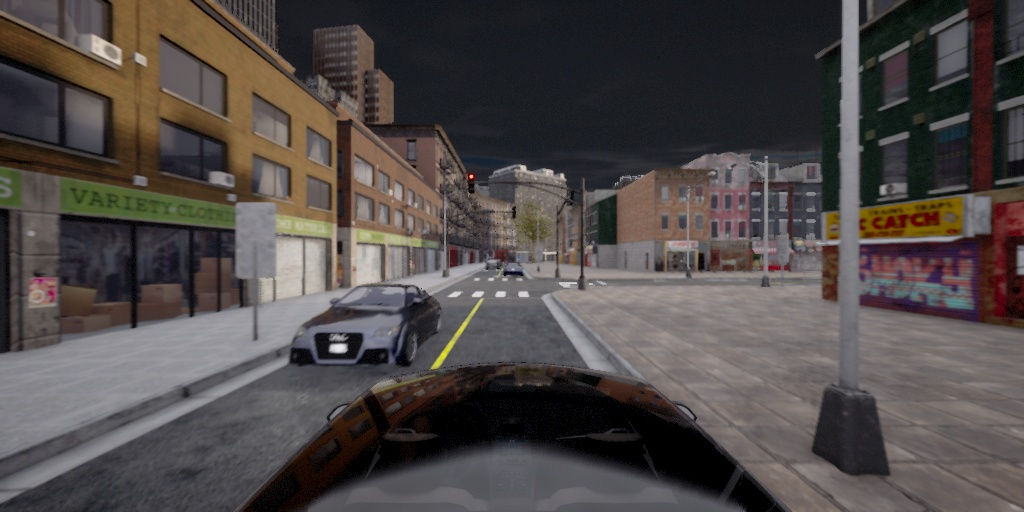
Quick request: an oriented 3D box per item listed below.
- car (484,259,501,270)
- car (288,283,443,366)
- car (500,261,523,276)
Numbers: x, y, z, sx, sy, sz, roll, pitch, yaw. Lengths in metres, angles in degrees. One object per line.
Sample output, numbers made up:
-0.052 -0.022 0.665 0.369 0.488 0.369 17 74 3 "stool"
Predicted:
-2.790 1.246 51.487 1.812 1.442 4.674 0 0 0 "car"
-2.814 1.308 7.815 1.994 1.385 4.181 0 0 0 "car"
0.115 1.286 37.025 1.994 1.385 4.181 0 0 0 "car"
